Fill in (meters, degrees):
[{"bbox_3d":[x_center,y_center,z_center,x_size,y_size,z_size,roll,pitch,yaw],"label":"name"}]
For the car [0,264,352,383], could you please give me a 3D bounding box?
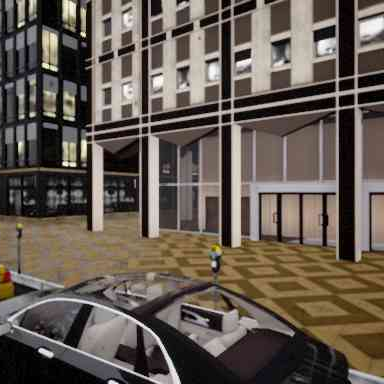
[{"bbox_3d":[-0.743,1.536,3.412,4.403,1.369,2.008,0,0,36],"label":"car"}]
